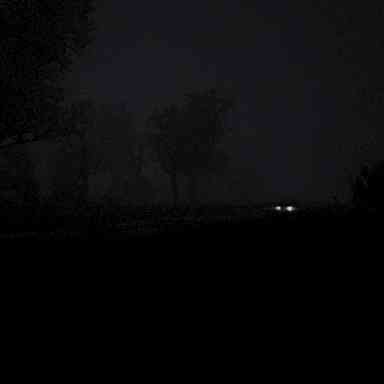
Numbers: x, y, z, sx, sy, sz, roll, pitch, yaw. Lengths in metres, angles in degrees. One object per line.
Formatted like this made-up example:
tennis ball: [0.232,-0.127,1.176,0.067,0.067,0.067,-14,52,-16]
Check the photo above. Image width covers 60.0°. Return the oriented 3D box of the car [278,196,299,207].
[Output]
car: [13.910,1.353,47.653,1.837,1.490,4.892,-1,0,35]
